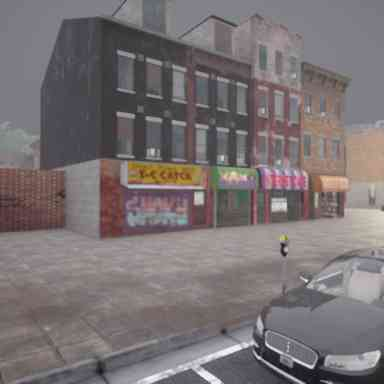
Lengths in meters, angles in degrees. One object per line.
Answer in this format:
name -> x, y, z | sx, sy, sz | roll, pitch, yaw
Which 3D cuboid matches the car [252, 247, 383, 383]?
car -> 2.777, 1.548, 4.779 | 4.403, 1.369, 2.008 | 0, 0, -35
